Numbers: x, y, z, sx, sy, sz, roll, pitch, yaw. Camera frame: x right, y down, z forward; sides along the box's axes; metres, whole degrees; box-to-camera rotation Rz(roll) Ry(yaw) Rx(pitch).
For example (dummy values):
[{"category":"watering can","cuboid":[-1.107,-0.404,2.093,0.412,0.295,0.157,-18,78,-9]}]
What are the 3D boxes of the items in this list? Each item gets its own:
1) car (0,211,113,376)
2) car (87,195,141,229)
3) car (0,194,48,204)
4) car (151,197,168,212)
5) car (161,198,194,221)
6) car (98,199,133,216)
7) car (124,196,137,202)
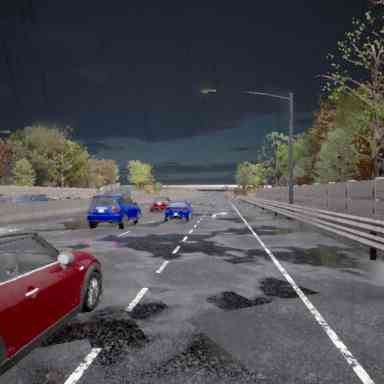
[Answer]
[{"category":"car","cuboid":[-2.998,1.353,4.910,2.097,1.767,4.553,0,0,5]},{"category":"car","cuboid":[-4.965,1.216,21.834,2.150,2.045,5.566,0,-1,5]},{"category":"car","cuboid":[-17.894,1.224,36.356,2.150,2.045,5.566,0,0,5]},{"category":"car","cuboid":[-3.398,1.357,38.932,2.097,1.767,4.553,0,0,5]},{"category":"car","cuboid":[-0.966,1.478,27.119,1.882,1.535,5.008,0,0,5]},{"category":"car","cuboid":[-7.455,1.480,32.998,1.882,1.535,5.008,0,0,5]},{"category":"car","cuboid":[-14.100,1.571,76.710,1.812,1.442,4.674,0,0,5]}]
